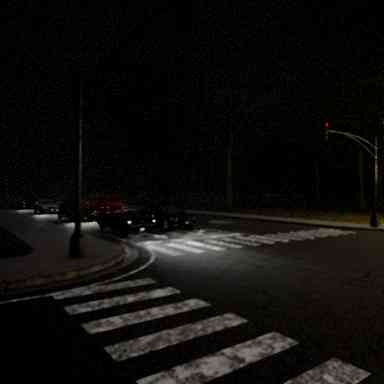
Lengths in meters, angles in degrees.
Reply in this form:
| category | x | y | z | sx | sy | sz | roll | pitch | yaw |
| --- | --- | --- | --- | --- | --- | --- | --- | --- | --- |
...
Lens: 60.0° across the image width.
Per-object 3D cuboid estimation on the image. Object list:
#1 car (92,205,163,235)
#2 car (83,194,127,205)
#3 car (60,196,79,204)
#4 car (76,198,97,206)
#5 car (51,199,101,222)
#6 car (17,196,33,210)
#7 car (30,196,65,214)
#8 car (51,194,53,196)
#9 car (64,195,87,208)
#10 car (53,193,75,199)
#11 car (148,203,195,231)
| category | x | y | z | sx | sy | sz | roll | pitch | yaw |
| --- | --- | --- | --- | --- | --- | --- | --- | --- | --- |
| car | -3.861 | 1.635 | 19.187 | 1.895 | 1.301 | 4.718 | 1 | 0 | -36 |
| car | -7.680 | 1.248 | 29.981 | 2.150 | 2.045 | 5.566 | 1 | 0 | -36 |
| car | -23.127 | 1.502 | 62.608 | 2.128 | 1.511 | 4.902 | 1 | 0 | -36 |
| car | -17.323 | 1.628 | 54.614 | 1.895 | 1.301 | 4.718 | 1 | 0 | -36 |
| car | -9.530 | 1.547 | 26.993 | 2.033 | 1.411 | 5.357 | 1 | 0 | -36 |
| car | -21.127 | 1.295 | 43.019 | 2.097 | 1.767 | 4.553 | 1 | 0 | -35 |
| car | -15.160 | 1.495 | 34.745 | 1.812 | 1.442 | 4.674 | 1 | 0 | -36 |
| car | -22.952 | 1.206 | 56.667 | 2.150 | 2.045 | 5.566 | 1 | 0 | -36 |
| car | -17.131 | 1.355 | 48.752 | 2.097 | 1.767 | 4.553 | 1 | 0 | -35 |
| car | -13.978 | 1.215 | 38.651 | 2.150 | 2.045 | 5.566 | 1 | 0 | -36 |
| car | -1.711 | 1.541 | 21.764 | 1.882 | 1.535 | 5.008 | 1 | 0 | -35 |
